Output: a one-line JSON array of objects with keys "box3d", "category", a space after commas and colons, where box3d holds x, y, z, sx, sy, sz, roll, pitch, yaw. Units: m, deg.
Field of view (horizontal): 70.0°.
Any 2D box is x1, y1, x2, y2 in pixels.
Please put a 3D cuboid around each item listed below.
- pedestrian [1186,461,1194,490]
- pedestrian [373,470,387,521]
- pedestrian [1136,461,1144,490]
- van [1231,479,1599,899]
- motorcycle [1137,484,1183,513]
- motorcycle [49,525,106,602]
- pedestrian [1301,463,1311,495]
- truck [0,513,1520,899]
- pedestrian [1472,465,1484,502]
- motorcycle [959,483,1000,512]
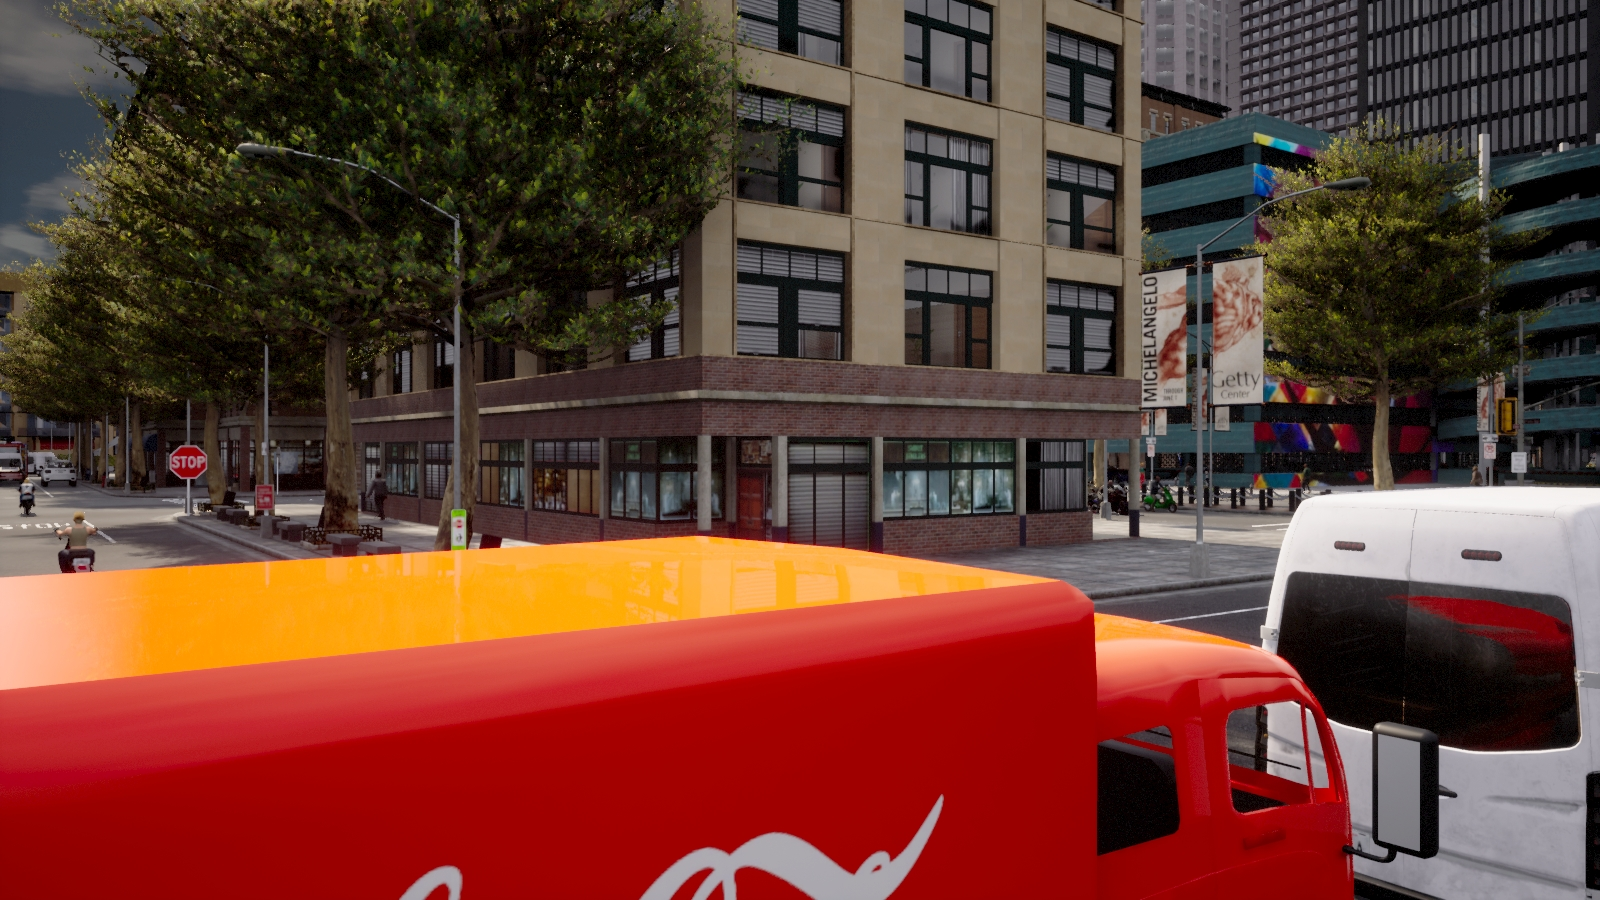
[{"box3d": [25.325, 1.672, 74.194, 0.375, 1.860, 0.375, 0, 0, -22], "category": "pedestrian"}, {"box3d": [-15.578, 1.691, 42.382, 0.375, 1.860, 0.375, 0, 0, -36], "category": "pedestrian"}, {"box3d": [22.035, 1.674, 74.063, 0.375, 1.860, 0.375, 0, 0, -44], "category": "pedestrian"}, {"box3d": [5.568, 1.531, 7.705, 5.915, 2.561, 1.988, 0, 0, -35], "category": "van"}, {"box3d": [16.126, 2.166, 51.225, 0.856, 1.236, 1.805, 0, 0, -35], "category": "motorcycle"}, {"box3d": [-14.105, 2.169, 22.282, 0.764, 1.277, 2.356, 0, 0, -36], "category": "motorcycle"}, {"box3d": [29.575, 1.673, 66.827, 0.375, 1.860, 0.375, 0, 0, -24], "category": "pedestrian"}, {"box3d": [-0.425, 1.567, 3.494, 5.204, 2.467, 2.627, 0, 0, -35], "category": "truck"}, {"box3d": [34.297, 1.674, 57.790, 0.375, 1.860, 0.375, 0, 0, -30], "category": "pedestrian"}, {"box3d": [8.250, 2.168, 52.683, 0.856, 1.236, 1.805, 0, 0, -36], "category": "motorcycle"}]
